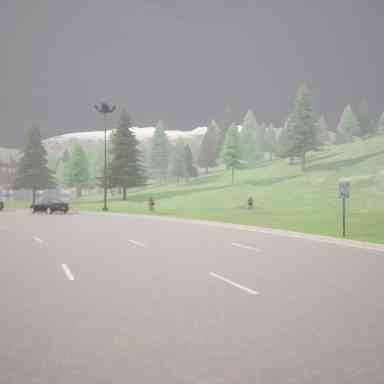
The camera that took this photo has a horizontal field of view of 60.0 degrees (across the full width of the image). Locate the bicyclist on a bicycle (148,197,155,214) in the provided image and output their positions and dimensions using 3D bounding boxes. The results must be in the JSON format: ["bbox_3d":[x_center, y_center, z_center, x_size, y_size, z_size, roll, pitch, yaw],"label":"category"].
[{"bbox_3d":[-3.880,1.303,31.837,0.582,1.620,1.656,0,-2,-31],"label":"bicyclist on a bicycle"}]

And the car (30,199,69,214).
[{"bbox_3d":[-15.039,1.477,34.929,5.008,1.535,1.882,0,0,33],"label":"car"}]

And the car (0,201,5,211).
[{"bbox_3d":[-24.367,1.525,39.619,4.674,1.442,1.812,0,0,23],"label":"car"}]

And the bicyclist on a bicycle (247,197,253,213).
[{"bbox_3d":[5.735,1.309,32.749,0.582,1.620,1.656,0,-2,-1],"label":"bicyclist on a bicycle"}]
